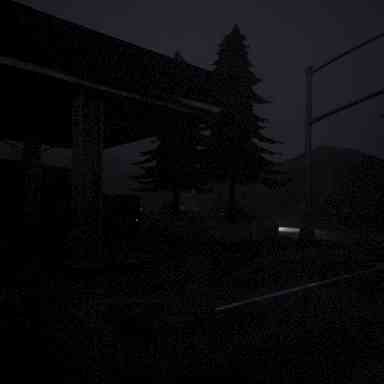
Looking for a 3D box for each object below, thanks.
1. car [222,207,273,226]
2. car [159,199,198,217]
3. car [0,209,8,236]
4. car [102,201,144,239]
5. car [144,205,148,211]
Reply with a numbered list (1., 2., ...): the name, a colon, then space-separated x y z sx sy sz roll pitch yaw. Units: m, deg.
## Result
1. car: 4.080 1.815 25.013 1.994 1.385 4.181 1 0 -35
2. car: -1.339 1.540 32.653 2.097 1.767 4.553 1 0 -36
3. car: -11.671 1.520 18.466 2.242 1.667 4.611 1 0 -36
4. car: -4.539 1.446 18.283 1.905 1.878 3.866 1 0 -36
5. car: -7.487 1.664 41.317 2.033 1.411 5.357 1 0 -35
